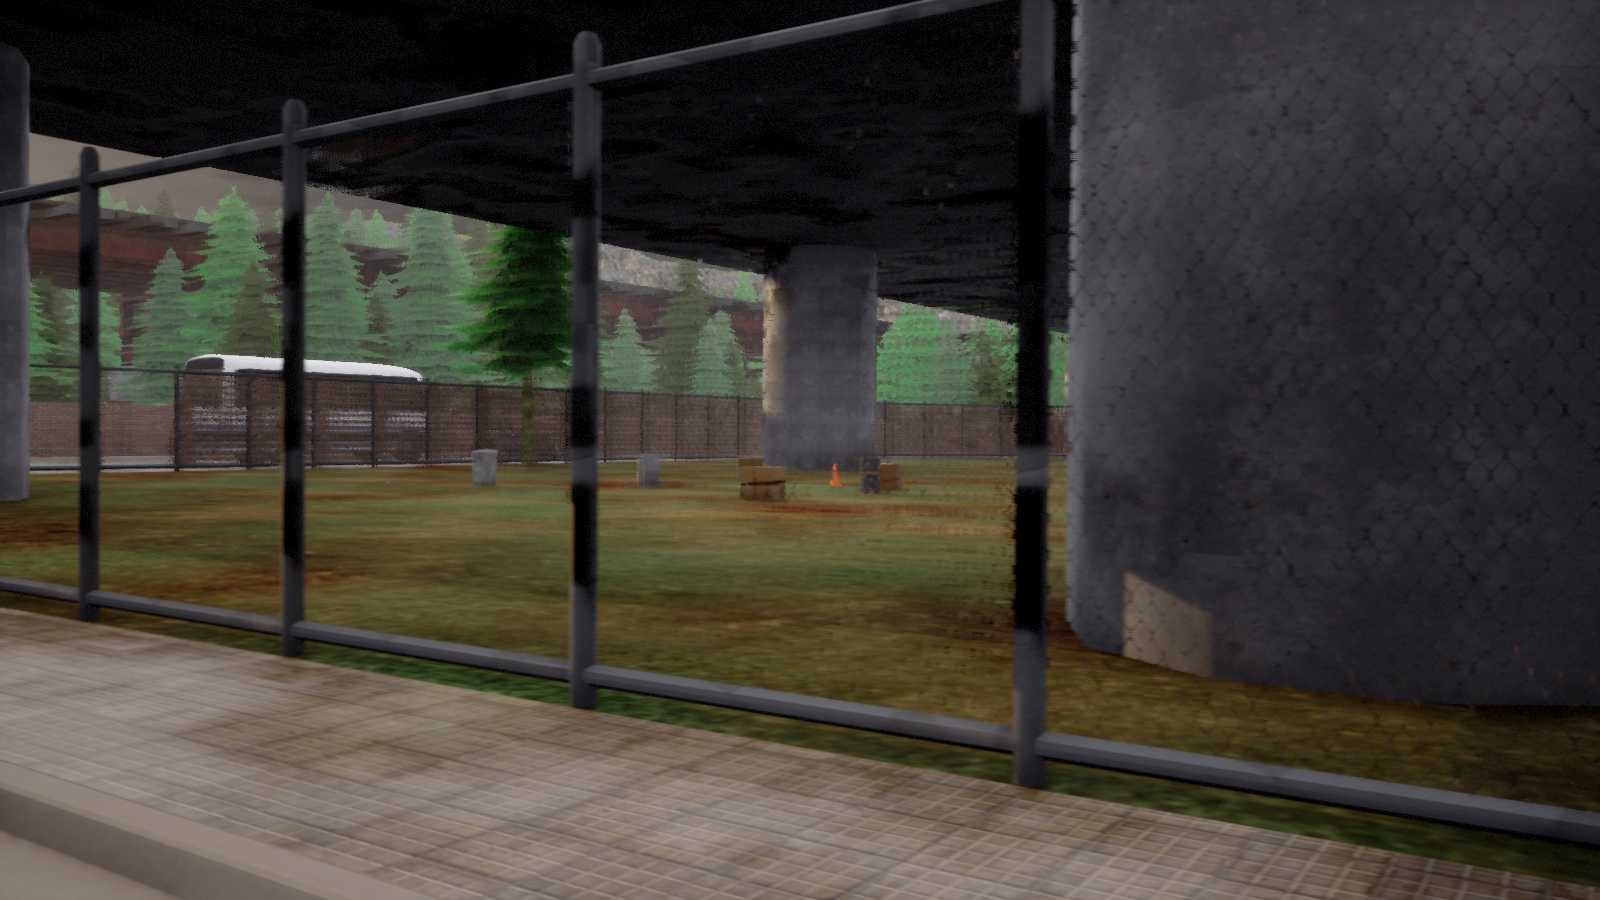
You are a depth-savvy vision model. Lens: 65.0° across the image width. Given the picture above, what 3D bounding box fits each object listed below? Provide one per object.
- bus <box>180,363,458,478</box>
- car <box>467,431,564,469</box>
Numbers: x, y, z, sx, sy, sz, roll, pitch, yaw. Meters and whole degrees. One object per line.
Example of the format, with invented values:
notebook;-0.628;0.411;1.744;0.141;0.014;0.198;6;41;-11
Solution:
bus;-19.545;-1.177;51.953;3.944;4.253;10.273;0;1;34
car;-12.617;-0.019;55.928;1.851;1.617;3.988;0;1;34
